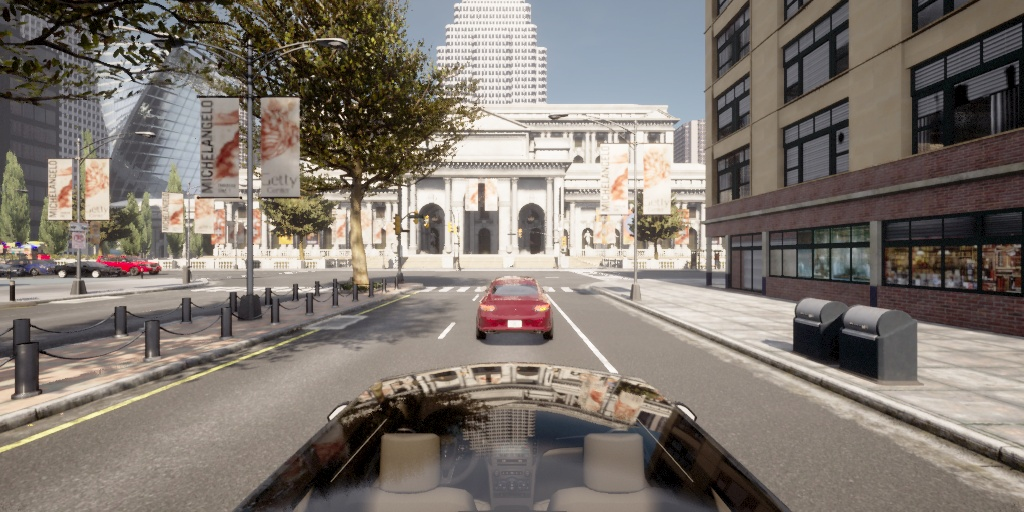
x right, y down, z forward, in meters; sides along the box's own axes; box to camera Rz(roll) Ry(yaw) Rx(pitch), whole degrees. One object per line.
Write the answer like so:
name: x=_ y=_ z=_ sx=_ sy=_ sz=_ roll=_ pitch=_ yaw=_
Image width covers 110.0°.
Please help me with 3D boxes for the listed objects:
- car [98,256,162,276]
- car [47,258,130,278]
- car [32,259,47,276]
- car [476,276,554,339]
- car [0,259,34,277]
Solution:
car: x=-39.522 y=0.971 z=36.894 sx=5.566 sy=2.045 sz=2.150 roll=0 pitch=0 yaw=0
car: x=-39.331 y=1.228 z=33.392 sx=5.008 sy=1.535 sz=1.882 roll=0 pitch=0 yaw=0
car: x=-49.141 y=1.102 z=36.831 sx=4.553 sy=1.767 sz=2.097 roll=0 pitch=0 yaw=-1
car: x=0.076 y=1.276 z=9.924 sx=1.812 sy=1.442 sz=4.674 roll=0 pitch=0 yaw=0
car: x=-48.334 y=1.276 z=33.358 sx=4.674 sy=1.442 sz=1.812 roll=0 pitch=0 yaw=-1
